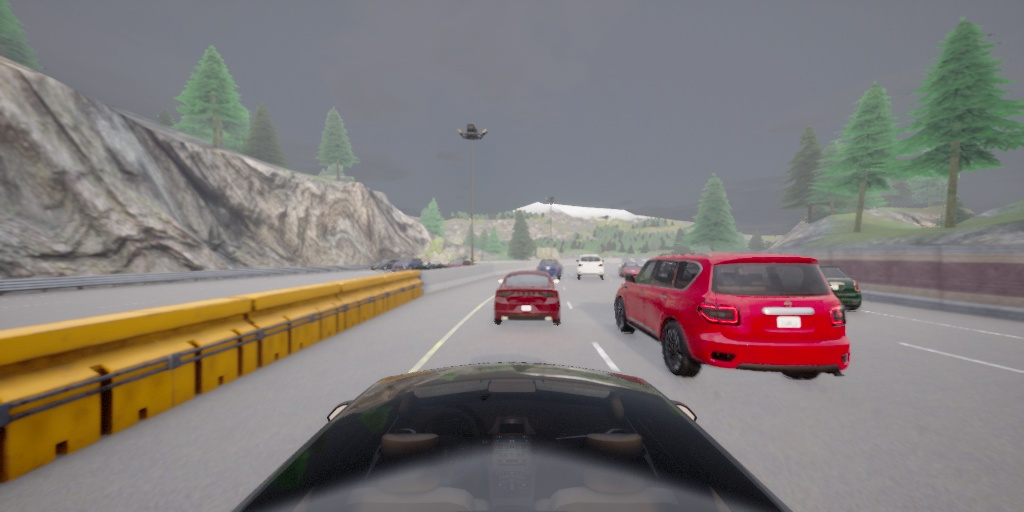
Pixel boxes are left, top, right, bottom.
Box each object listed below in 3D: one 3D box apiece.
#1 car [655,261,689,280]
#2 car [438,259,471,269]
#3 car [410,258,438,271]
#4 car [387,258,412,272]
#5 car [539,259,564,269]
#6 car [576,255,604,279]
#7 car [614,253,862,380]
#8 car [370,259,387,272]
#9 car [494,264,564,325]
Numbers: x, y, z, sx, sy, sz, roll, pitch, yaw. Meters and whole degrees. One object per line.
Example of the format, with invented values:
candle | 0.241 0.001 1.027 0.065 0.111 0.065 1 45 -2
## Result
car | 14.244 1.202 32.198 1.837 1.490 4.892 0 0 13
car | -5.841 1.119 39.201 1.882 1.535 5.008 0 0 15
car | -9.152 1.233 40.431 1.895 1.301 4.718 0 0 15
car | -12.196 0.973 42.457 2.097 1.767 4.553 0 0 15
car | 3.422 1.030 31.871 2.097 1.767 4.553 0 0 12
car | 6.844 0.907 31.332 2.150 2.045 5.566 0 0 12
car | 3.773 0.964 7.429 2.150 2.045 5.566 0 0 2
car | -15.390 1.118 44.079 1.837 1.490 4.892 0 0 15
car | 0.543 1.202 11.824 1.882 1.535 5.008 0 0 4
